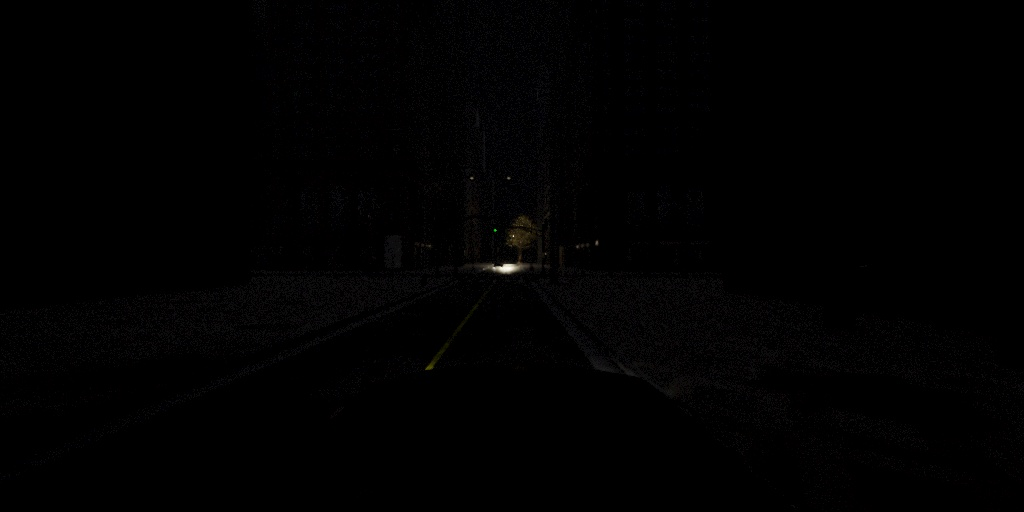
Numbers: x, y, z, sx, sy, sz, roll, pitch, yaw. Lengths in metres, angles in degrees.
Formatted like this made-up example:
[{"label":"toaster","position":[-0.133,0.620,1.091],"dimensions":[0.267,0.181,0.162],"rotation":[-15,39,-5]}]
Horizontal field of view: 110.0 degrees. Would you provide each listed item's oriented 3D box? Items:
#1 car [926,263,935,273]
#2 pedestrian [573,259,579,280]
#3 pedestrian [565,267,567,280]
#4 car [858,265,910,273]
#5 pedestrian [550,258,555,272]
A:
[{"label":"car","position":[46.582,1.553,40.514],"dimensions":[4.553,1.767,2.097],"rotation":[0,-1,0]},{"label":"pedestrian","position":[5.619,1.135,31.299],"dimensions":[0.375,1.860,0.375],"rotation":[0,-1,0]},{"label":"pedestrian","position":[4.619,1.125,30.699],"dimensions":[0.375,1.860,0.375],"rotation":[0,-1,0]},{"label":"car","position":[37.904,1.657,37.500],"dimensions":[4.892,1.490,1.837],"rotation":[0,-1,0]},{"label":"pedestrian","position":[3.618,1.131,31.898],"dimensions":[0.375,1.860,0.375],"rotation":[0,-1,0]}]
